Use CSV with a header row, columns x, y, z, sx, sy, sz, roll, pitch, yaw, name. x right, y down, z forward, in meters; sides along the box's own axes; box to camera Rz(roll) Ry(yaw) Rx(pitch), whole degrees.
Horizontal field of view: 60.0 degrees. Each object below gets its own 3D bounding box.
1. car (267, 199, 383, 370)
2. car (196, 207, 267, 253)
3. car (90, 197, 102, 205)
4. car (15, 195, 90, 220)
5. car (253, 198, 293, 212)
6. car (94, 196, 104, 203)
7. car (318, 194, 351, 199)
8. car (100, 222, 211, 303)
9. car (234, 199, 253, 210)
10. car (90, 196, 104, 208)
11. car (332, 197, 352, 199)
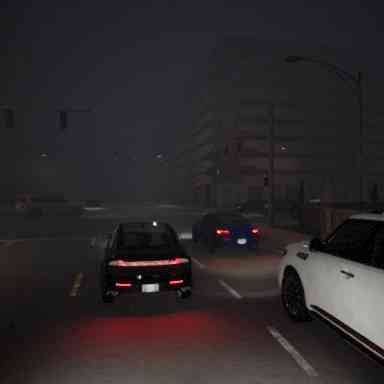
x,y,z,sx,sy,sz,roll,pitch,yaw,name
2.989,1.224,4.183,2.150,2.045,5.566,0,0,-7,car
1.254,1.535,13.723,1.812,1.442,4.674,0,0,-12,car
-16.902,1.566,59.000,1.812,1.442,4.674,0,0,-13,car
-12.182,1.256,28.801,5.566,2.045,2.150,0,1,-43,car
9.126,1.430,34.551,4.553,1.767,2.097,0,0,-14,car
-19.248,1.525,69.044,1.882,1.535,5.008,0,0,-14,car
16.669,1.303,40.005,5.566,2.045,2.150,0,0,-14,car
-1.204,1.497,8.303,2.128,1.511,4.902,0,0,-11,car
7.095,1.585,37.654,4.892,1.490,1.837,0,0,-14,car
-14.622,1.598,49.437,1.994,1.385,4.181,0,0,-13,car
17.848,1.605,36.684,4.674,1.442,1.812,0,0,-14,car
